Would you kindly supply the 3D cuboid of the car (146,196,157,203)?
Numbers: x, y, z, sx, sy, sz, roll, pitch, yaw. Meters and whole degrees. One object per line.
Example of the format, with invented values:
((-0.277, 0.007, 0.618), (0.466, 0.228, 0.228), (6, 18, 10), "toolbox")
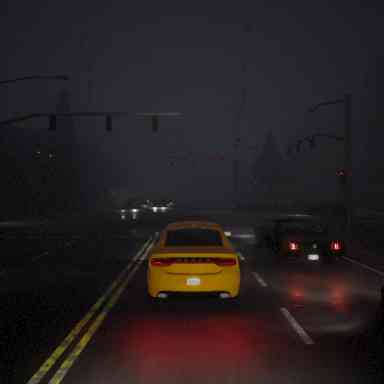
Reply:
((-8.836, 1.540, 73.047), (2.033, 1.411, 5.357), (0, 0, -2), "car")

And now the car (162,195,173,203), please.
((-5.300, 1.524, 71.712), (2.128, 1.511, 4.902), (0, 0, -2), "car")

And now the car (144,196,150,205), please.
((-8.505, 1.546, 57.581), (2.033, 1.411, 5.357), (0, 0, -1), "car")

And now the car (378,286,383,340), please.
((3.596, 1.478, 2.759), (1.882, 1.535, 5.008), (0, 0, 0), "car")

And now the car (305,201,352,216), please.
((13.124, 1.564, 32.033), (4.181, 1.385, 1.994), (0, 0, -3), "car")

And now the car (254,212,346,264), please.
((3.497, 1.601, 11.849), (1.895, 1.301, 4.718), (0, 0, -1), "car")

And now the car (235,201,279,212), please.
((7.109, 1.601, 36.607), (4.718, 1.301, 1.895), (0, 0, 17), "car")

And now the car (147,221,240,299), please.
((0.030, 1.478, 8.523), (1.882, 1.535, 5.008), (0, 0, 0), "car")

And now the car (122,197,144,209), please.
((-8.230, 1.505, 45.534), (1.837, 1.490, 4.892), (0, 0, 0), "car")

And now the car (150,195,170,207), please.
((-4.821, 1.564, 50.432), (1.994, 1.385, 4.181), (0, 0, -1), "car")

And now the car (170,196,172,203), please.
((-5.072, 1.352, 60.665), (2.097, 1.767, 4.553), (0, 0, -1), "car")
